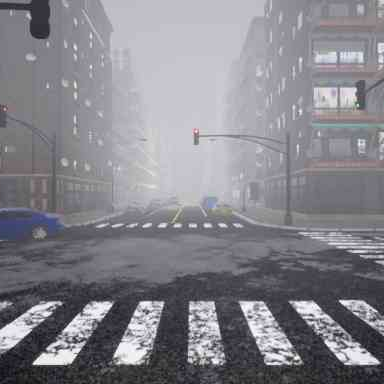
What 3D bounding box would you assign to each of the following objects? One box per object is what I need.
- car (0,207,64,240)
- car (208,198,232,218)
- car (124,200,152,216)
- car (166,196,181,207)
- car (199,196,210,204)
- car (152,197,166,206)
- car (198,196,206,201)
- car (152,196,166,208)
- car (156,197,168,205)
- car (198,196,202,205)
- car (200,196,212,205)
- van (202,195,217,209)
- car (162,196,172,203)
[{"bbox_3d":[-8.752,1.506,15.810,5.008,1.535,1.882,0,2,-20],"label":"car"},{"bbox_3d":[2.656,1.537,30.253,1.752,1.417,4.829,1,0,0],"label":"car"},{"bbox_3d":[-5.487,1.565,32.696,2.008,1.369,4.403,1,0,0],"label":"car"},{"bbox_3d":[-2.833,1.489,52.879,1.837,1.490,4.892,0,0,0],"label":"car"},{"bbox_3d":[2.469,1.604,66.709,2.008,1.369,4.403,1,0,0],"label":"car"},{"bbox_3d":[-5.392,1.563,55.157,1.752,1.417,4.829,1,0,0],"label":"car"},{"bbox_3d":[2.443,1.626,83.677,1.887,1.381,4.507,1,0,0],"label":"car"},{"bbox_3d":[-5.385,1.613,49.670,1.802,1.307,4.206,1,0,0],"label":"car"},{"bbox_3d":[-5.402,1.627,60.985,1.802,1.307,4.206,1,0,0],"label":"car"},{"bbox_3d":[2.499,1.346,49.740,2.192,1.841,5.009,1,0,0],"label":"car"},{"bbox_3d":[2.479,1.485,61.053,1.967,1.590,4.097,1,0,0],"label":"car"},{"bbox_3d":[2.540,1.366,44.087,1.690,1.788,3.998,1,0,0],"label":"van"},{"bbox_3d":[-5.420,1.612,72.301,2.008,1.369,4.403,1,0,0],"label":"car"}]
